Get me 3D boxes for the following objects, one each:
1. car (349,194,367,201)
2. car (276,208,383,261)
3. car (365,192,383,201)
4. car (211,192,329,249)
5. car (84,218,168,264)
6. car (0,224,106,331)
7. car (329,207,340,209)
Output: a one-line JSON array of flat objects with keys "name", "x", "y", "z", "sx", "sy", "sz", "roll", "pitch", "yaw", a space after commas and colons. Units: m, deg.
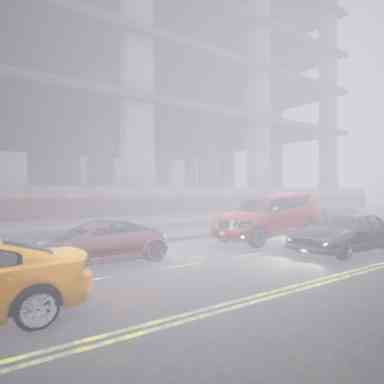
[{"name": "car", "x": 36.741, "y": 1.241, "z": 73.602, "sx": 3.905, "sy": 1.438, "sz": 1.784, "roll": 0, "pitch": 0, "yaw": -35}, {"name": "car", "x": 5.831, "y": 1.528, "z": 12.387, "sx": 5.357, "sy": 1.411, "sz": 2.033, "roll": 0, "pitch": 0, "yaw": -35}, {"name": "car", "x": 38.413, "y": 1.273, "z": 71.239, "sx": 3.806, "sy": 1.475, "sz": 1.970, "roll": 0, "pitch": 0, "yaw": -35}, {"name": "car", "x": 3.435, "y": 1.141, "z": 14.918, "sx": 5.566, "sy": 2.045, "sz": 2.150, "roll": -4, "pitch": 2, "yaw": -35}, {"name": "car", "x": -2.841, "y": 1.558, "z": 10.541, "sx": 4.181, "sy": 1.385, "sz": 1.994, "roll": 0, "pitch": 0, "yaw": -35}, {"name": "car", "x": -4.178, "y": 1.478, "z": 5.284, "sx": 5.008, "sy": 1.535, "sz": 1.882, "roll": 0, "pitch": 0, "yaw": -35}, {"name": "car", "x": 7.534, "y": 1.548, "z": 17.869, "sx": 5.357, "sy": 1.411, "sz": 2.033, "roll": -2, "pitch": 1, "yaw": -35}]
